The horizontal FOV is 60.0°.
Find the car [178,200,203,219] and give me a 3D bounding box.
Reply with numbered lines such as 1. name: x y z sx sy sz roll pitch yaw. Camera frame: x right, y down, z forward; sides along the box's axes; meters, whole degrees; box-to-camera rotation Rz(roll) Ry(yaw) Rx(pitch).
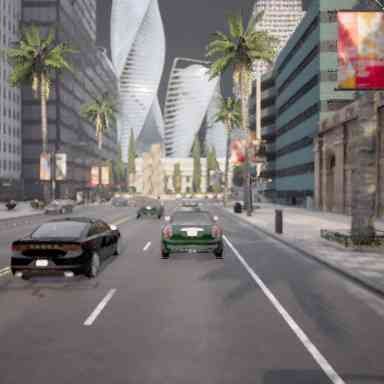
1. car: -0.175 1.517 30.559 2.128 1.511 4.902 0 0 -1

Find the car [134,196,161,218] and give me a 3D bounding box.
1. car: -3.674 1.380 30.323 2.097 1.767 4.553 0 0 -1

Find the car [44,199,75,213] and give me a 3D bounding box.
1. car: -13.907 1.521 35.204 2.231 1.521 4.892 0 0 -1

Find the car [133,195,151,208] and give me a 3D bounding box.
1. car: -7.532 1.400 50.652 2.097 1.767 4.553 0 0 0

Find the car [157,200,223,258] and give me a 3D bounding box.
1. car: -0.012 1.363 12.947 2.097 1.767 4.553 0 0 0

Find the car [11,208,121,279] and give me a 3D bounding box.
1. car: -3.486 1.489 10.154 1.882 1.535 5.008 0 0 0

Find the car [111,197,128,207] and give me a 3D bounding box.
1. car: -11.036 1.558 51.188 1.837 1.490 4.892 0 0 0
